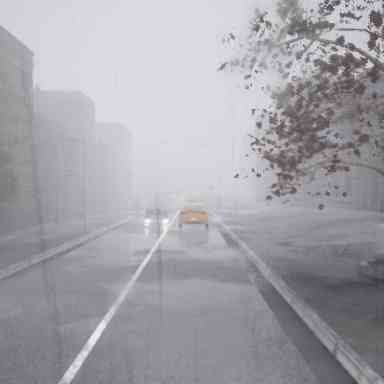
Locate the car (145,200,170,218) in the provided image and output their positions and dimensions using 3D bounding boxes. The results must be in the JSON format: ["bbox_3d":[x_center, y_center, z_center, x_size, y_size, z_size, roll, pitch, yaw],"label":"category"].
[{"bbox_3d":[-3.096,1.462,30.613,1.882,1.535,5.008,0,0,0],"label":"car"}]

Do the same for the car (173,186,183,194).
[{"bbox_3d":[-3.005,-0.482,71.754,2.097,1.767,4.553,0,4,0],"label":"car"}]

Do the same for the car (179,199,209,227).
[{"bbox_3d":[0.099,1.466,22.652,1.882,1.535,5.008,0,0,0],"label":"car"}]
